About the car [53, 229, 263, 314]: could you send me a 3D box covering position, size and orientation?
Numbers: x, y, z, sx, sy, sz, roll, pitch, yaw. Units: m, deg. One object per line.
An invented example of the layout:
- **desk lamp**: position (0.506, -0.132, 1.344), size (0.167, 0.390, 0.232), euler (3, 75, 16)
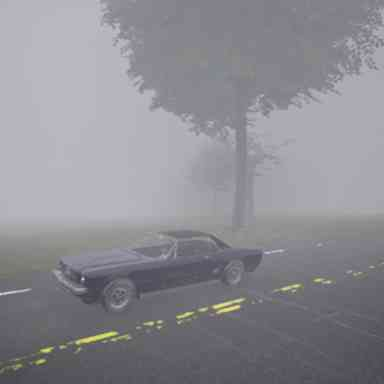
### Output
- **car**: position (-0.612, 1.602, 7.737), size (4.718, 1.301, 1.895), euler (0, 0, -36)
